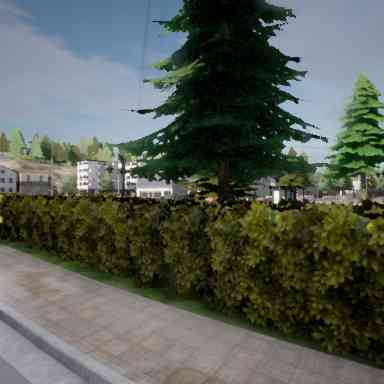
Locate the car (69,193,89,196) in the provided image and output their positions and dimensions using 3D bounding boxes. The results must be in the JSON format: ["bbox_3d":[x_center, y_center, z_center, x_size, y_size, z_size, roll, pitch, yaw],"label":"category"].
[{"bbox_3d":[-26.518,1.153,81.212,5.027,1.636,2.152,0,0,-45],"label":"car"}]

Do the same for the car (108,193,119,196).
[{"bbox_3d":[-15.227,1.097,70.296,4.605,1.855,1.932,0,0,-45],"label":"car"}]

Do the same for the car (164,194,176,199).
[{"bbox_3d":[-2.220,1.221,37.411,5.566,2.045,2.150,0,0,-45],"label":"car"}]

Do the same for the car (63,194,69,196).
[{"bbox_3d":[-31.244,1.232,85.565,3.806,1.475,1.970,0,0,-45],"label":"car"}]

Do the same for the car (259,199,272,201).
[{"bbox_3d":[9.911,1.478,44.328,1.882,1.535,5.008,0,0,45],"label":"car"}]

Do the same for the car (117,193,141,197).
[{"bbox_3d":[-9.691,1.384,53.866,3.806,1.475,1.970,0,0,-45],"label":"car"}]

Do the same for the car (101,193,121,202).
[{"bbox_3d":[-17.556,1.077,72.081,3.866,1.878,1.905,0,0,-45],"label":"car"}]

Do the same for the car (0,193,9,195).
[{"bbox_3d":[-23.116,1.330,40.896,5.027,1.636,2.152,0,0,-45],"label":"car"}]

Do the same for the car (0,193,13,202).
[{"bbox_3d":[-41.124,1.097,71.276,4.605,1.855,1.932,0,0,-45],"label":"car"}]
